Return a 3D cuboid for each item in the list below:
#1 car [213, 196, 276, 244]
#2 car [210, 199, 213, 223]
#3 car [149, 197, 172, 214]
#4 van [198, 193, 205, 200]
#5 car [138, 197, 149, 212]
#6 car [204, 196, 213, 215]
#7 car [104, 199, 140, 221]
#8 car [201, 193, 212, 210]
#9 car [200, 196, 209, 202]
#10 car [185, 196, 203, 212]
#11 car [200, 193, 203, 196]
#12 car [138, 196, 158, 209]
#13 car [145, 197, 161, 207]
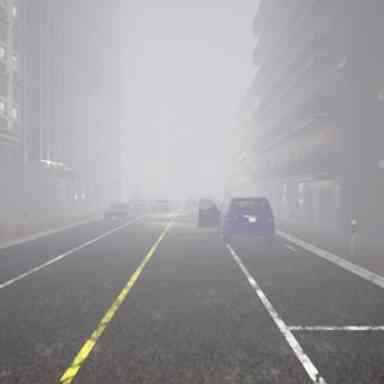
[{"bbox_3d":[2.395,1.187,15.826,2.150,2.045,5.566,0,0,0],"label":"car"},{"bbox_3d":[2.692,1.512,26.383,1.947,1.339,4.313,0,0,0],"label":"car"},{"bbox_3d":[-3.093,1.457,34.958,1.812,1.442,4.674,0,0,0],"label":"car"},{"bbox_3d":[2.694,1.198,94.165,1.690,1.788,3.998,0,0,0],"label":"van"},{"bbox_3d":[-5.688,1.478,37.680,2.008,1.369,4.403,0,0,0],"label":"car"},{"bbox_3d":[2.692,1.478,37.680,2.008,1.369,4.403,0,0,0],"label":"car"},{"bbox_3d":[-5.689,1.513,26.383,1.947,1.339,4.313,0,0,0],"label":"car"},{"bbox_3d":[2.693,1.350,48.976,1.967,1.590,4.097,0,0,0],"label":"car"},{"bbox_3d":[2.694,1.460,71.572,1.802,1.307,4.206,0,0,0],"label":"car"},{"bbox_3d":[0.082,1.517,44.475,1.895,1.301,4.718,0,0,0],"label":"car"},{"bbox_3d":[2.694,1.209,60.274,2.192,1.841,5.009,0,0,0],"label":"car"},{"bbox_3d":[-5.688,1.359,43.329,1.967,1.590,4.097,0,0,0],"label":"car"},{"bbox_3d":[-5.688,1.436,48.807,1.752,1.417,4.829,0,0,0],"label":"car"}]
